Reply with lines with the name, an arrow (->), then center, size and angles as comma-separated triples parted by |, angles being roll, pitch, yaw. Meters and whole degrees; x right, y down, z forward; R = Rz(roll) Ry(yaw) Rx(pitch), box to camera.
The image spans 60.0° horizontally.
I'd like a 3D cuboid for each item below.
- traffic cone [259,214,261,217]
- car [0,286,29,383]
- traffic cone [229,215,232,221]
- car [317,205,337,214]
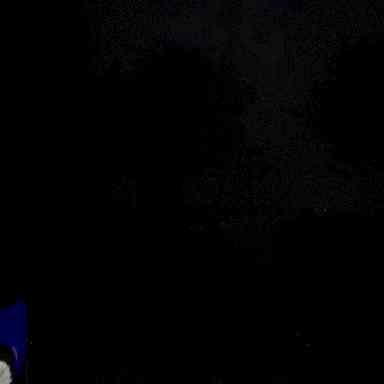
traffic cone -> 9.198, 3.080, 45.033 | 0.340, 0.580, 0.340 | -2, -3, 32
car -> -2.905, 1.491, 1.823 | 1.882, 1.535, 5.008 | 0, -1, 3
traffic cone -> 4.196, 2.790, 36.010 | 0.340, 0.580, 0.340 | -1, -2, 26
car -> 24.236, 3.188, 59.702 | 4.892, 1.490, 1.837 | 3, -5, -43
